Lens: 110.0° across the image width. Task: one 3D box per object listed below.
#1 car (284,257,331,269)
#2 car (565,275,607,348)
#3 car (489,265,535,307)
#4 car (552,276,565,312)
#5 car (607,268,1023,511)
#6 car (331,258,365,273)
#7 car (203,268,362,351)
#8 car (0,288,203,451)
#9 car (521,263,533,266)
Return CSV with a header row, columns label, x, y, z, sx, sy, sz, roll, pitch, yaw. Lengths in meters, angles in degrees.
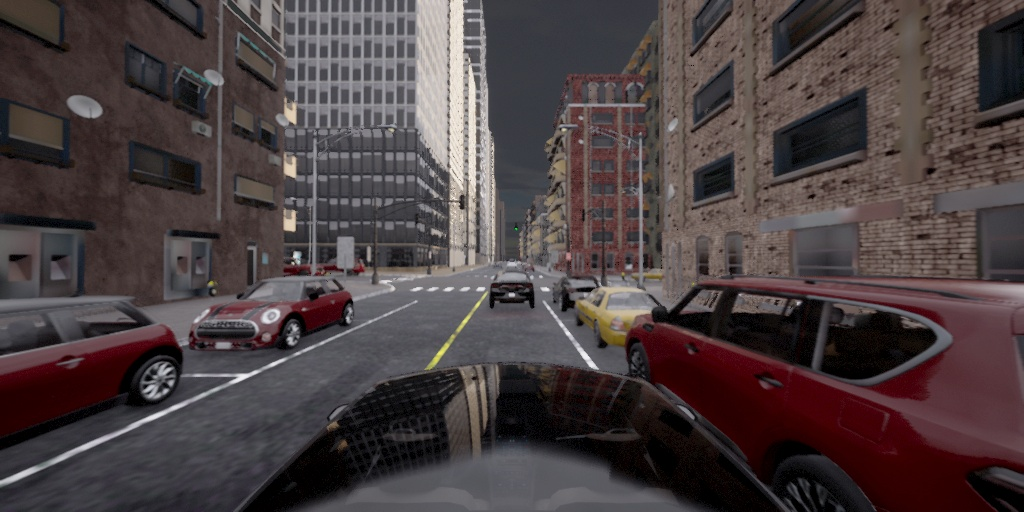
label,x,y,z,sx,sy,sz,roll,pitch,yaw
car,-17.581,1.014,28.401,5.009,1.841,2.192,0,0,0
car,2.689,1.345,9.226,1.751,1.417,4.829,0,0,0
car,0.002,1.368,16.328,1.882,1.535,5.008,0,0,0
car,2.687,1.440,14.738,1.948,1.339,4.313,0,0,0
car,2.689,1.080,3.374,2.192,1.841,5.009,0,0,0
car,-17.717,1.113,36.780,5.009,1.841,2.192,0,0,0
car,-5.692,1.260,9.053,1.967,1.591,4.097,0,0,0
car,-5.691,1.206,3.371,1.967,1.591,4.097,0,0,0
car,2.730,1.870,56.760,1.802,1.307,4.207,0,0,0
